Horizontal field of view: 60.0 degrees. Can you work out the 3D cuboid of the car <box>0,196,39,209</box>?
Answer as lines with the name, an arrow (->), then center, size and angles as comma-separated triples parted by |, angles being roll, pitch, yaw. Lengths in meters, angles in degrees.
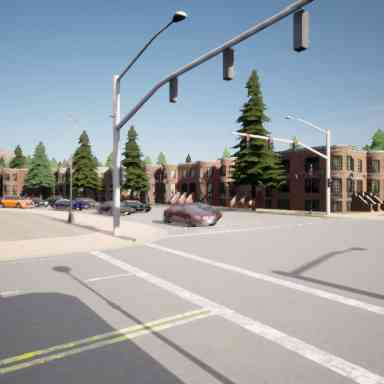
car -> -23.716, 1.352, 45.372 | 4.553, 1.767, 2.097 | 0, 0, 25

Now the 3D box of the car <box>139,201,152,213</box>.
car -> -6.338, 1.600, 36.149 | 1.895, 1.301, 4.718 | 0, 0, -40

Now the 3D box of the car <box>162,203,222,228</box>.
car -> -0.287, 1.525, 22.318 | 1.812, 1.442, 4.674 | 0, 0, -36

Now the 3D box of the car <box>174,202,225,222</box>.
car -> 0.560, 1.563, 27.084 | 1.994, 1.385, 4.181 | 0, 0, -37

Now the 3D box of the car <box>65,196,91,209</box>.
car -> -13.928, 1.492, 43.467 | 4.902, 1.511, 2.128 | 0, 0, 36

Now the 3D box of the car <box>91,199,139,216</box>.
car -> -7.558, 1.547, 32.223 | 2.033, 1.411, 5.357 | 0, 0, -38

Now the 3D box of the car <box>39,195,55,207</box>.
car -> -23.280, 1.491, 49.039 | 4.902, 1.511, 2.128 | 0, 0, 23

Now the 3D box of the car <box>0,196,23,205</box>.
car -> -32.908, 1.491, 58.970 | 4.902, 1.511, 2.128 | 0, 0, 9

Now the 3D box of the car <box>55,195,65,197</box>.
car -> -23.225, 1.351, 56.500 | 4.553, 1.767, 2.097 | 0, 0, 21

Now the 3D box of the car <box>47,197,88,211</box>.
car -> -14.984, 1.600, 39.964 | 4.718, 1.301, 1.895 | 0, 0, 38
